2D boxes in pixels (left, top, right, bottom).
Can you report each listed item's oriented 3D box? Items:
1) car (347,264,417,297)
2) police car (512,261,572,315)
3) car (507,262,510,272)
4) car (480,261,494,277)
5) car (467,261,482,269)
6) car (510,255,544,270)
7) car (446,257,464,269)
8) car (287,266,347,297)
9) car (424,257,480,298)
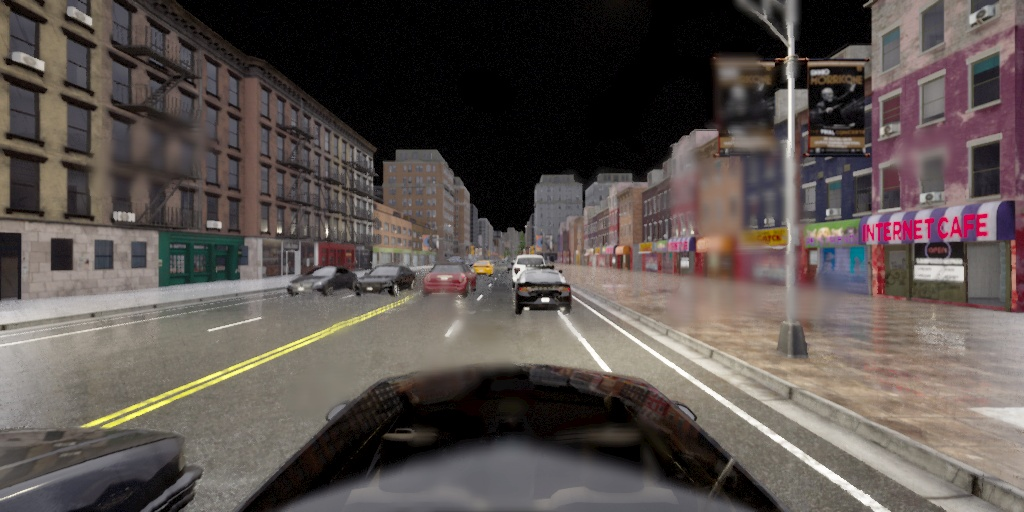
[{"bbox_3d":[-6.491,1.220,18.895,1.882,1.535,5.008,0,0,0],"label":"car"},{"bbox_3d":[1.055,1.169,13.745,1.930,1.638,5.238,0,0,0],"label":"police car"},{"bbox_3d":[0.299,1.402,49.719,2.033,1.411,5.357,0,0,0],"label":"car"},{"bbox_3d":[-2.940,1.273,36.804,1.882,1.535,5.008,0,-1,0],"label":"car"},{"bbox_3d":[-6.235,1.504,60.164,1.895,1.301,4.718,0,0,1],"label":"car"},{"bbox_3d":[1.111,0.972,23.667,2.150,2.045,5.566,0,0,0],"label":"car"},{"bbox_3d":[-9.487,1.123,59.911,2.150,2.045,5.566,0,0,1],"label":"car"},{"bbox_3d":[-9.740,1.268,18.909,1.812,1.442,4.674,0,0,0],"label":"car"},{"bbox_3d":[-3.043,1.094,18.544,2.097,1.767,4.553,0,0,0],"label":"car"}]
